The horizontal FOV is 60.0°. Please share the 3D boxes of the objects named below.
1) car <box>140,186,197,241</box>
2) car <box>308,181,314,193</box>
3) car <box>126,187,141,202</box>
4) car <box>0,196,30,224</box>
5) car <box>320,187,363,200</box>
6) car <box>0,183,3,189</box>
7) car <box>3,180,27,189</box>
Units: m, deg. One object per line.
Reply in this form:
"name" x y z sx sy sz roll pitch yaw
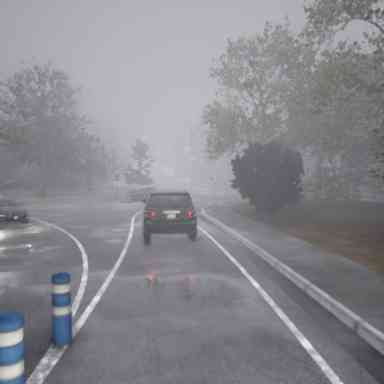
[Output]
"car" -1.099 0.881 15.063 2.150 2.045 5.566 0 3 -7
"car" 17.482 -0.391 44.893 5.566 2.045 2.150 4 3 0
"car" -4.018 0.223 32.513 4.892 1.490 1.837 -3 6 -41
"car" -10.811 1.005 18.698 4.892 1.490 1.837 2 3 43
"car" 18.788 0.144 41.680 5.008 1.535 1.882 4 3 1
"car" -32.876 -0.946 52.169 1.837 1.490 4.892 1 3 22
"car" -32.241 -1.344 59.775 1.837 1.490 4.892 3 4 38
